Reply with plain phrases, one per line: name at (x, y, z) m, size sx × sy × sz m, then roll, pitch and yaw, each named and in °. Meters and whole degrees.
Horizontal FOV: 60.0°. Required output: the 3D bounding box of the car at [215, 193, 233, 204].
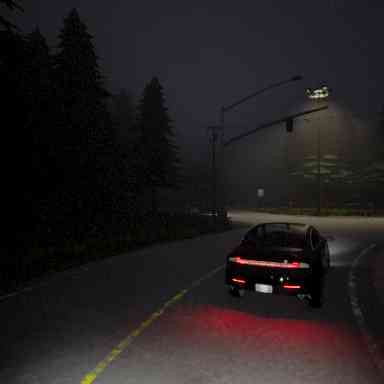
car at (4.713, 1.248, 52.963) m, size 2.150 × 2.045 × 5.566 m, roll 0°, pitch 0°, yaw 30°

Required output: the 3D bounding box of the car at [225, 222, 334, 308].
car at (2.276, 1.491, 8.091) m, size 2.128 × 1.511 × 4.902 m, roll 0°, pitch 0°, yaw 24°

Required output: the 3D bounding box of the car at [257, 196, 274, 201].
car at (14.752, 1.495, 66.278) m, size 1.994 × 1.385 × 4.181 m, roll 0°, pitch 0°, yaw 44°

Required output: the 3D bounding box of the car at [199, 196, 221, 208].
car at (1.924, 1.530, 37.194) m, size 1.837 × 1.490 × 4.892 m, roll 0°, pitch 0°, yaw -6°
